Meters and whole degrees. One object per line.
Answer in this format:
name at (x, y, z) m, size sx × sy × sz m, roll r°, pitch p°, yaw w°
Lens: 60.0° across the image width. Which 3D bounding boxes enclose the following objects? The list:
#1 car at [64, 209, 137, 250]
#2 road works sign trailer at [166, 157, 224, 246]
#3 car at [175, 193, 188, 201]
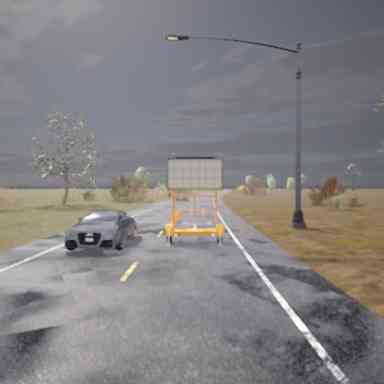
car at (-3.453, 1.406, 13.268) m, size 1.994 × 1.385 × 4.181 m, roll 0°, pitch 1°, yaw 1°
road works sign trailer at (0.130, 0.295, 14.279) m, size 2.380 × 3.560 × 2.880 m, roll 0°, pitch 1°, yaw 1°
car at (-1.719, 0.843, 54.582) m, size 2.128 × 1.511 × 4.902 m, roll 0°, pitch 1°, yaw 4°
